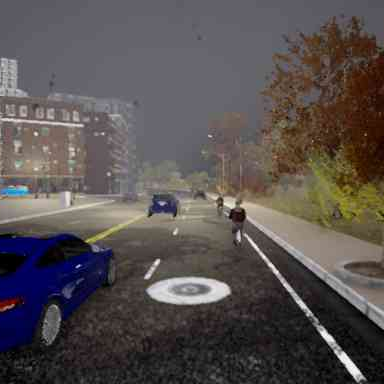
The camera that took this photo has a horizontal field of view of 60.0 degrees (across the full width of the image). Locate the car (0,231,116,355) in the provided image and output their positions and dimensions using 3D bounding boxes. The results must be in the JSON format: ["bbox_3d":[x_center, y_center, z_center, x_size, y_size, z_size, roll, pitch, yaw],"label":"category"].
[{"bbox_3d":[-2.756,1.417,5.873,1.812,1.442,4.674,0,1,3],"label":"car"}]

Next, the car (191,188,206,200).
[{"bbox_3d":[1.178,0.469,53.120,1.837,1.490,4.892,0,1,-1],"label":"car"}]

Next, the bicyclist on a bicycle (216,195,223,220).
[{"bbox_3d":[1.899,1.016,22.378,0.582,1.620,1.656,0,1,1],"label":"bicyclist on a bicycle"}]

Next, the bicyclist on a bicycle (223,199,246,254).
[{"bbox_3d":[1.540,1.146,11.343,0.659,1.776,1.843,0,1,2],"label":"bicyclist on a bicycle"}]

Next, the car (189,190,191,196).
[{"bbox_3d":[0.467,-0.056,72.217,2.097,1.767,4.553,0,1,-3],"label":"car"}]

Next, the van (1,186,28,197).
[{"bbox_3d":[-29.917,-0.114,56.448,3.998,1.788,1.690,0,0,-30],"label":"van"}]

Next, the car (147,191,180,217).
[{"bbox_3d":[-2.079,0.862,25.715,2.097,1.767,4.553,0,1,1],"label":"car"}]

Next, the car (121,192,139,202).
[{"bbox_3d":[-8.558,0.667,46.740,2.033,1.411,5.357,0,1,-1],"label":"car"}]

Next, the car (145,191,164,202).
[{"bbox_3d":[-5.322,0.580,47.935,2.128,1.511,4.902,0,1,0],"label":"car"}]
